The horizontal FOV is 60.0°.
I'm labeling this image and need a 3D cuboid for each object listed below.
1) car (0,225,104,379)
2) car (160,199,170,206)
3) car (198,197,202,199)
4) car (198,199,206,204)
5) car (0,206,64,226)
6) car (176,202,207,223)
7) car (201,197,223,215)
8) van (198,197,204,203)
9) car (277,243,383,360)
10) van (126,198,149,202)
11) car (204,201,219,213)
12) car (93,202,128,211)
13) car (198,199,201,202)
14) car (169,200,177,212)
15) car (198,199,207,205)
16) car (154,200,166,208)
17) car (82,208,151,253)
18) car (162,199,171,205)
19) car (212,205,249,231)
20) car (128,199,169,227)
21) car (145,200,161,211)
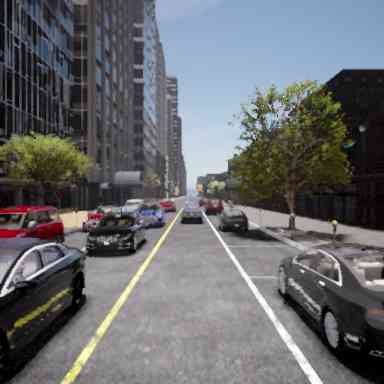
[{"bbox_3d":[-3.108,1.547,5.082,2.128,1.511,4.902,0,-1,0],"label":"car"},{"bbox_3d":[-5.863,2.250,72.272,1.752,1.417,4.829,-1,-1,0],"label":"car"},{"bbox_3d":[2.526,1.977,66.918,2.192,1.841,5.009,-1,-1,0],"label":"car"},{"bbox_3d":[2.492,2.408,83.517,1.802,1.307,4.206,-1,-1,0],"label":"car"},{"bbox_3d":[-5.827,1.431,10.836,2.192,1.841,5.009,-1,-1,0],"label":"car"},{"bbox_3d":[-0.001,1.835,28.714,2.033,1.411,5.357,0,-1,0],"label":"car"},{"bbox_3d":[2.589,1.704,39.246,2.192,1.841,5.009,-1,-1,0],"label":"car"},{"bbox_3d":[2.463,2.277,94.587,1.690,1.788,3.998,-1,-1,0],"label":"van"},{"bbox_3d":[2.799,1.609,6.039,2.008,1.369,4.403,-1,-1,0],"label":"car"},{"bbox_3d":[-5.778,1.684,33.702,1.690,1.788,3.998,-1,-1,0],"label":"van"},{"bbox_3d":[2.580,1.970,44.948,1.752,1.417,4.829,-1,-1,0],"label":"car"},{"bbox_3d":[-5.761,1.666,21.904,1.967,1.590,4.097,-1,-1,0],"label":"car"},{"bbox_3d":[-0.045,1.971,42.508,2.033,1.411,5.357,0,-1,0],"label":"car"},{"bbox_3d":[-3.104,1.934,45.271,1.882,1.535,5.008,0,-1,0],"label":"car"},{"bbox_3d":[2.505,2.337,77.983,1.947,1.339,4.313,-1,-1,0],"label":"car"},{"bbox_3d":[-5.838,2.161,61.372,1.887,1.381,4.507,-1,-1,0],"label":"car"},{"bbox_3d":[-3.123,1.655,14.565,1.837,1.490,4.892,0,-1,0],"label":"car"},{"bbox_3d":[-5.876,2.304,77.806,1.752,1.417,4.829,-1,-1,0],"label":"car"},{"bbox_3d":[2.645,1.768,21.905,2.008,1.369,4.403,-1,-1,0],"label":"car"},{"bbox_3d":[-3.115,1.604,24.773,2.097,1.767,4.553,0,-1,-1],"label":"car"},{"bbox_3d":[-5.812,2.031,50.134,1.752,1.417,4.829,-1,-1,0],"label":"car"}]
